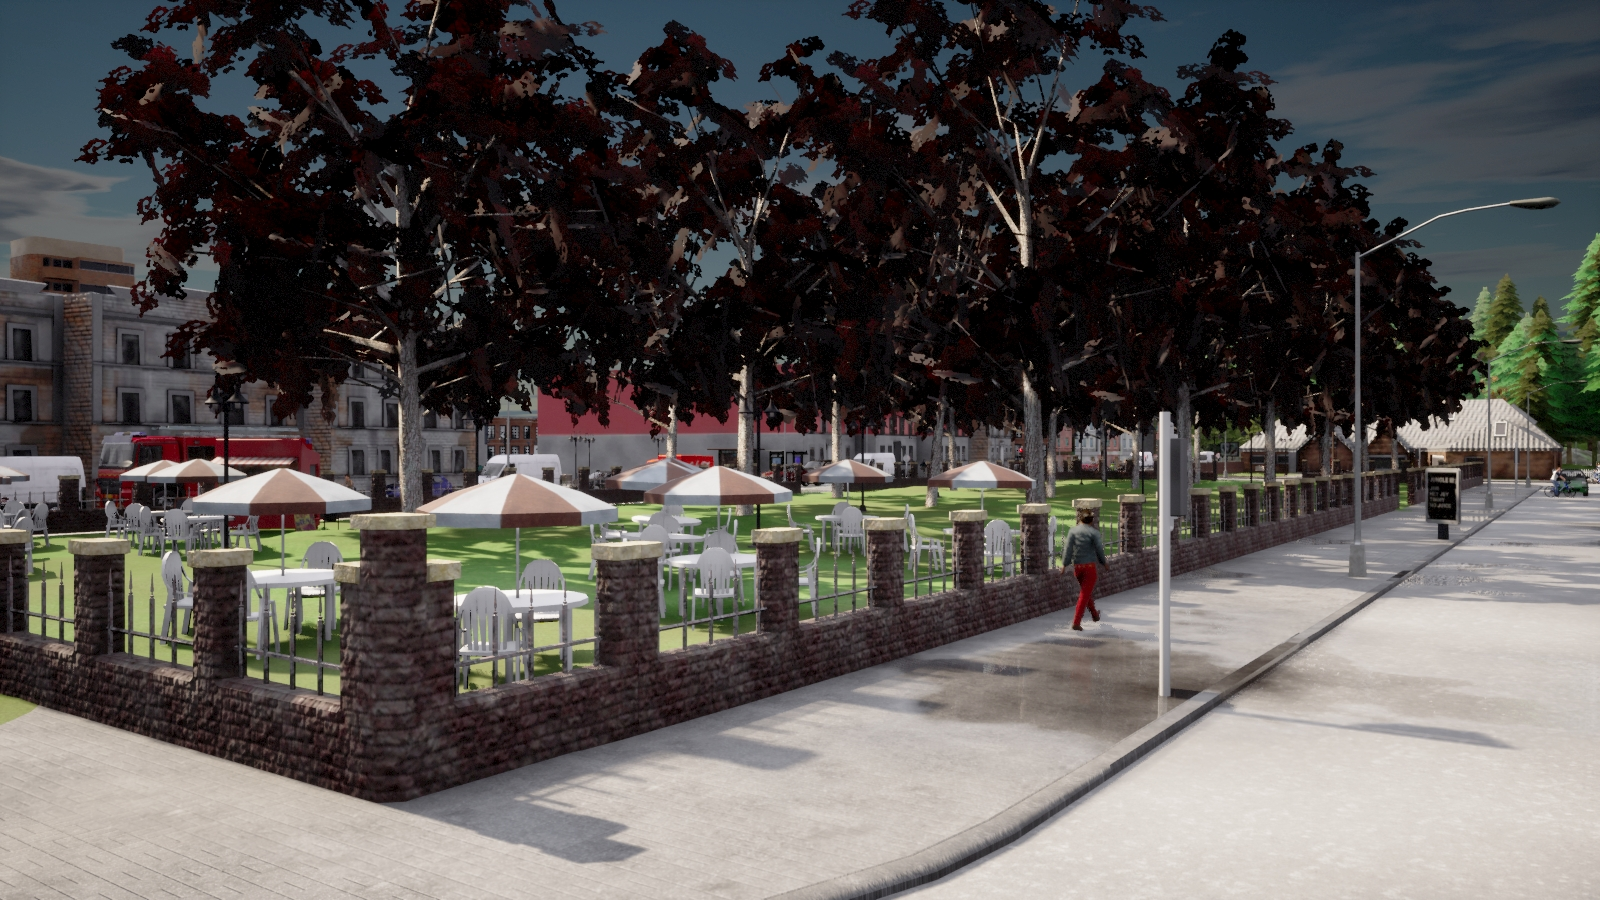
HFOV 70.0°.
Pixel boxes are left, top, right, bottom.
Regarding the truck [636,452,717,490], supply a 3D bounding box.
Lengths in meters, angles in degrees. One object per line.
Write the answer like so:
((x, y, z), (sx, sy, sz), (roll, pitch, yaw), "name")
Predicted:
((-8.233, 1.348, 76.671), (2.627, 2.467, 5.204), (0, 0, 35), "truck")

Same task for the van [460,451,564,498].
((-16.329, 1.314, 65.083), (1.988, 2.561, 5.915), (0, 0, 35), "van")

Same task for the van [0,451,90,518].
((-31.021, 1.314, 44.007), (1.988, 2.561, 5.915), (0, 0, 35), "van")

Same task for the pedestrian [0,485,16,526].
((-25.642, 1.805, 36.977), (0.375, 1.300, 0.375), (0, 0, 43), "pedestrian")

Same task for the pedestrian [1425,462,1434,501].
((30.601, 1.525, 55.549), (0.375, 1.860, 0.375), (0, 0, 35), "pedestrian")

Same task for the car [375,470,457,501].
((-20.045, 1.818, 59.739), (1.845, 1.501, 3.633), (0, 0, 35), "car")

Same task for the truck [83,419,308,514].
((-26.598, 0.670, 50.778), (2.891, 3.827, 8.468), (0, 0, 35), "truck")

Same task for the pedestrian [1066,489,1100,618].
((4.192, 1.517, 16.914), (0.375, 1.860, 0.375), (0, 0, 37), "pedestrian")

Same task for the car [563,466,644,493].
((-12.166, 1.814, 71.050), (2.097, 1.535, 5.006), (0, 0, 35), "car")
